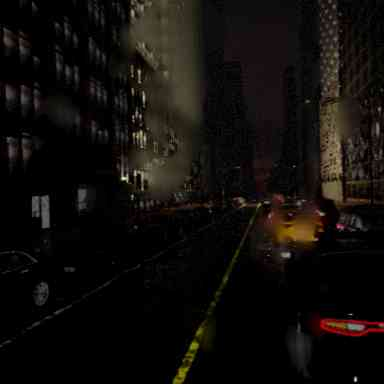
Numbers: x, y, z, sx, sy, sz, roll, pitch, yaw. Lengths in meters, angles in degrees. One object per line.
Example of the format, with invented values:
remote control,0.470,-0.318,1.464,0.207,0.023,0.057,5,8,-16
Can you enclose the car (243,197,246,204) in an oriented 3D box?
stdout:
car,9.114,1.910,66.825,1.967,1.590,4.097,-2,-1,12

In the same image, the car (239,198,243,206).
car,7.916,2.026,61.268,1.802,1.307,4.206,-2,-1,12

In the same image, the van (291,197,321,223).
van,8.874,1.373,26.171,1.690,1.788,3.998,-2,-1,12

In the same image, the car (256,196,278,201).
car,9.684,1.679,42.443,2.128,1.511,4.902,-2,-1,13

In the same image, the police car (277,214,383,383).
police car,2.565,1.412,5.441,1.930,1.638,5.238,-2,-1,12

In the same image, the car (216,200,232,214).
car,3.102,1.892,39.050,2.008,1.369,4.403,-2,-1,12

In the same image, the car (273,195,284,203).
car,19.702,1.580,76.165,2.192,1.841,5.009,-2,-1,12

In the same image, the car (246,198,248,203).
car,11.488,2.046,77.767,1.752,1.417,4.829,-2,-1,12

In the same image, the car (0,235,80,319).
car,-4.118,1.734,5.721,2.008,1.369,4.403,-2,-1,12

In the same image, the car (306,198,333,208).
car,7.670,1.321,20.616,2.192,1.841,5.009,-2,-1,12

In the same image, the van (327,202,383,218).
van,5.265,1.294,9.506,1.690,1.788,3.998,-2,-1,12

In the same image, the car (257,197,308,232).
car,5.548,1.421,20.927,2.097,1.767,4.553,-2,-1,7

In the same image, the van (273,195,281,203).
van,20.907,1.631,81.719,1.690,1.788,3.998,-2,-1,12

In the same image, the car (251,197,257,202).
car,16.653,1.998,88.879,1.837,1.490,4.892,-2,-1,12

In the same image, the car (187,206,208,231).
car,-0.508,1.813,22.386,2.008,1.369,4.403,-2,-1,12

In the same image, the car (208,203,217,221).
car,0.697,1.870,27.940,1.802,1.307,4.206,-2,-1,12

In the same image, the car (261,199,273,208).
car,12.473,1.849,55.405,1.895,1.301,4.718,-2,-1,12

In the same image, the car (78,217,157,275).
car,-2.914,1.776,11.276,1.947,1.339,4.313,-2,-1,12

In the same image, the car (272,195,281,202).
car,22.114,1.756,87.272,1.967,1.590,4.097,-2,-1,12

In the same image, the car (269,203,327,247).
car,4.661,1.510,15.107,1.882,1.535,5.008,-2,-1,12

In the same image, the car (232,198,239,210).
car,5.508,1.943,50.159,2.008,1.369,4.403,-2,-1,12

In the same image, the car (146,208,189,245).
car,-1.711,1.781,16.831,1.887,1.381,4.507,-2,-1,12
